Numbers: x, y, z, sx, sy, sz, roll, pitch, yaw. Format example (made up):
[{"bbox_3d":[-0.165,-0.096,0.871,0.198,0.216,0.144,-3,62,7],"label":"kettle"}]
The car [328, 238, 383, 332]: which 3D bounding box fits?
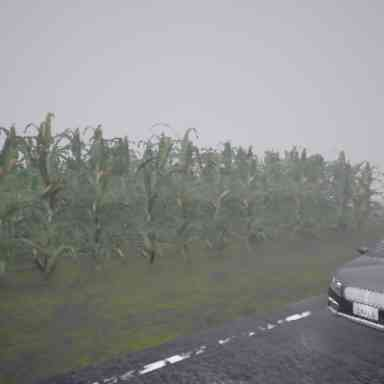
[{"bbox_3d":[4.549,1.492,6.317,4.902,1.511,2.128,0,0,-36],"label":"car"}]
